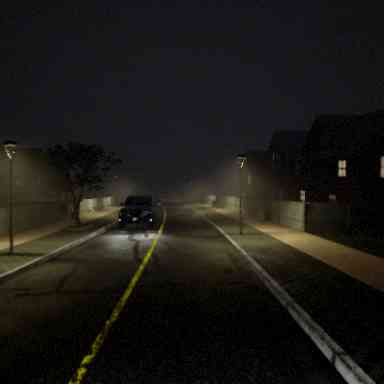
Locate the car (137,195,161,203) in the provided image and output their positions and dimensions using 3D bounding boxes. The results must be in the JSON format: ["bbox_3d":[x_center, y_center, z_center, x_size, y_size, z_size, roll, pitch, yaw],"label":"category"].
[{"bbox_3d":[-9.231,1.552,71.404,4.892,1.490,1.837,-1,4,-10],"label":"car"}]

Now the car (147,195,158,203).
[{"bbox_3d":[-7.544,1.325,63.788,1.994,1.385,4.181,-1,0,-9],"label":"car"}]

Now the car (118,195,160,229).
[{"bbox_3d":[-3.461,1.212,22.108,2.150,2.045,5.566,0,0,-3],"label":"car"}]
